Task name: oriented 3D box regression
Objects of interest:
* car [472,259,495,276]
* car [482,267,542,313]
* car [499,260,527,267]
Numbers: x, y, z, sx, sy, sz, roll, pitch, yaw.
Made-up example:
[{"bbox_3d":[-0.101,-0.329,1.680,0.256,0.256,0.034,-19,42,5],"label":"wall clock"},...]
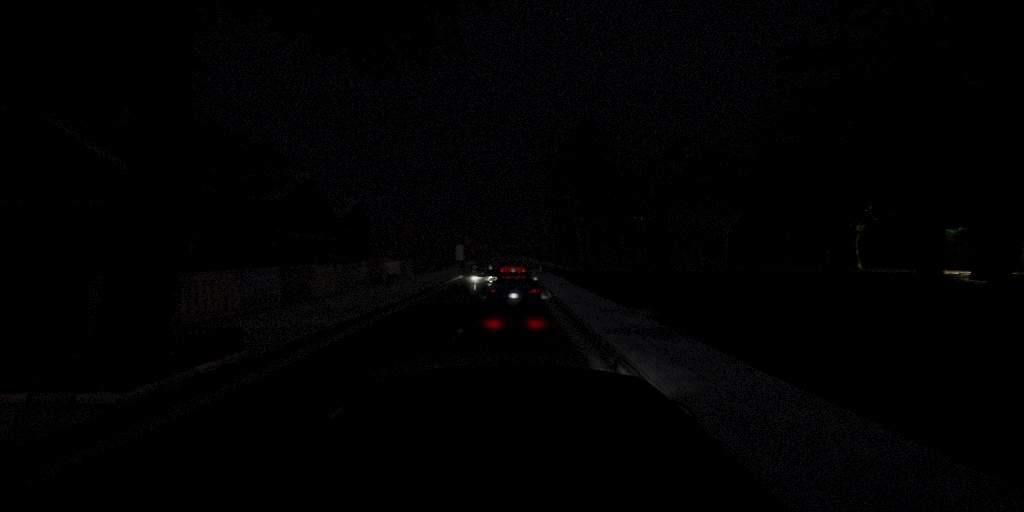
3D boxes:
[{"bbox_3d":[-2.797,1.065,36.407,2.097,1.767,4.553,0,0,0],"label":"car"},{"bbox_3d":[0.078,1.306,14.012,1.994,1.385,4.181,0,0,0],"label":"car"},{"bbox_3d":[0.084,1.078,28.337,2.097,1.767,4.553,0,0,0],"label":"car"}]
